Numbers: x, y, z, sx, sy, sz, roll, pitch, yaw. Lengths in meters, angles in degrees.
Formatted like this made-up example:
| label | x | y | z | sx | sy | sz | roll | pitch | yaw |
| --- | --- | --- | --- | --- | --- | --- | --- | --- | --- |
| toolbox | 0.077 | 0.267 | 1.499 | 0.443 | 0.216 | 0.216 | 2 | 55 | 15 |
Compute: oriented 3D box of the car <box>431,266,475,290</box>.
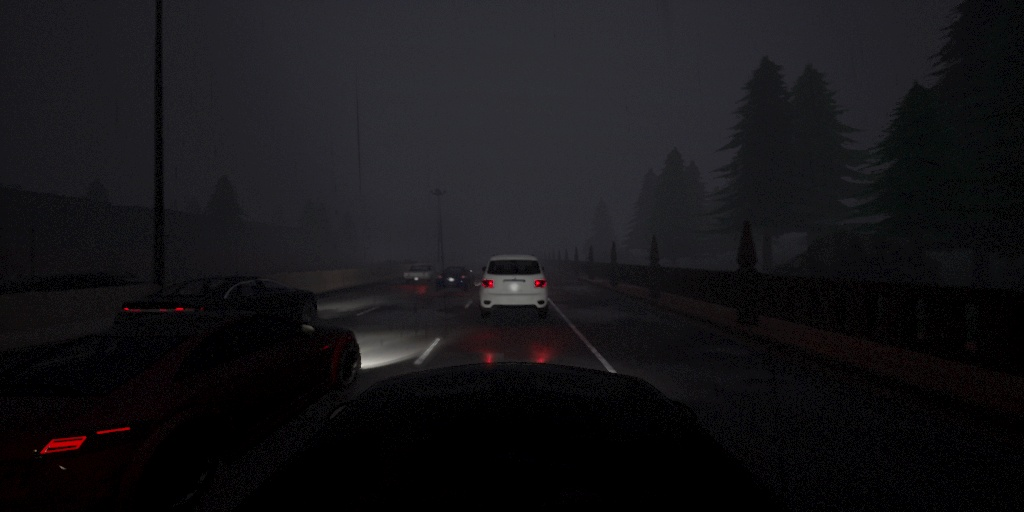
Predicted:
| label | x | y | z | sx | sy | sz | roll | pitch | yaw |
| --- | --- | --- | --- | --- | --- | --- | --- | --- | --- |
| car | -3.479 | 1.340 | 22.577 | 1.994 | 1.385 | 4.181 | 0 | 0 | 0 |

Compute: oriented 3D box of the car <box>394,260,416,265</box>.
| label | x | y | z | sx | sy | sz | roll | pitch | yaw |
| --- | --- | --- | --- | --- | --- | --- | --- | --- | --- |
| car | -14.263 | 1.326 | 49.616 | 1.837 | 1.490 | 4.892 | 0 | 0 | 0 |

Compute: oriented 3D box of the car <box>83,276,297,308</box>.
| label | x | y | z | sx | sy | sz | roll | pitch | yaw |
| --- | --- | --- | --- | --- | --- | --- | --- | --- | --- |
| car | -6.940 | 1.260 | 9.174 | 2.128 | 1.511 | 4.902 | 0 | 0 | 0 |

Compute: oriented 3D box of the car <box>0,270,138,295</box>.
| label | x | y | z | sx | sy | sz | roll | pitch | yaw |
| --- | --- | --- | --- | --- | --- | --- | --- | --- | --- |
| car | -14.130 | 1.287 | 10.725 | 1.837 | 1.490 | 4.892 | 0 | 0 | 0 |

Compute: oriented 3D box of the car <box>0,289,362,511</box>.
| label | x | y | z | sx | sy | sz | roll | pitch | yaw |
| --- | --- | --- | --- | --- | --- | --- | --- | --- | --- |
| car | -3.453 | 1.322 | 4.191 | 1.994 | 1.385 | 4.181 | 0 | 0 | 0 |

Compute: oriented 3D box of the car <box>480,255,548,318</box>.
| label | x | y | z | sx | sy | sz | roll | pitch | yaw |
| --- | --- | --- | --- | --- | --- | --- | --- | --- | --- |
| car | 0.057 | 0.983 | 13.250 | 2.150 | 2.045 | 5.566 | 0 | 0 | 0 |

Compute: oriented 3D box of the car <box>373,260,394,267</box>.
| label | x | y | z | sx | sy | sz | roll | pitch | yaw |
| --- | --- | --- | --- | --- | --- | --- | --- | --- | --- |
| car | -17.766 | 1.320 | 51.786 | 2.128 | 1.511 | 4.902 | 0 | 0 | 0 |

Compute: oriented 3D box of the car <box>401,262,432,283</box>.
| label | x | y | z | sx | sy | sz | roll | pitch | yaw |
| --- | --- | --- | --- | --- | --- | --- | --- | --- | --- |
| car | -7.001 | 1.389 | 28.438 | 1.895 | 1.301 | 4.718 | 0 | 0 | 0 |
